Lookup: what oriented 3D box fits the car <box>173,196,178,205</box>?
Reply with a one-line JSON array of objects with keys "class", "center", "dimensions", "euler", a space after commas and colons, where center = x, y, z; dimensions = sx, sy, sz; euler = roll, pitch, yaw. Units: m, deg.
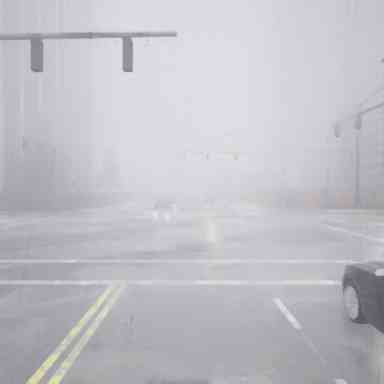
[{"class": "car", "center": [-3.548, 1.387, 57.070], "dimensions": [1.837, 1.490, 4.892], "euler": [0, 0, 0]}]

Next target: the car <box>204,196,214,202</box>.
[{"class": "car", "center": [3.499, 1.433, 69.136], "dimensions": [1.895, 1.301, 4.718], "euler": [0, 0, 0]}]

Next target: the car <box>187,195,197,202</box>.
[{"class": "car", "center": [-0.001, 1.397, 69.107], "dimensions": [1.994, 1.385, 4.181], "euler": [0, 0, 0]}]

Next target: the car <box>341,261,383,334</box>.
[{"class": "car", "center": [3.611, 1.469, 4.073], "dimensions": [1.882, 1.535, 5.008], "euler": [0, 0, 1]}]

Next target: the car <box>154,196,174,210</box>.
[{"class": "car", "center": [-3.585, 1.517, 40.985], "dimensions": [1.895, 1.301, 4.718], "euler": [0, 0, 0]}]
